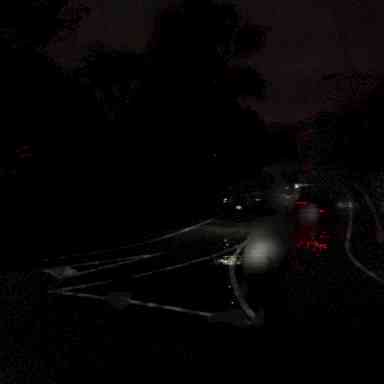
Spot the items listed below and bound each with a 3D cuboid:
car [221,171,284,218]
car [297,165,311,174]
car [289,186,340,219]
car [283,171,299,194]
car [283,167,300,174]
[{"bbox_3d":[3.494,0.134,19.112,2.150,2.045,5.566,0,6,25],"label":"car"},{"bbox_3d":[18.424,-3.772,55.585,1.882,1.535,5.008,0,6,7],"label":"car"},{"bbox_3d":[6.609,0.431,17.584,1.837,1.490,4.892,0,6,26],"label":"car"},{"bbox_3d":[7.792,-0.694,28.821,2.033,1.411,5.357,0,6,22],"label":"car"},{"bbox_3d":[11.224,-1.863,38.683,1.837,1.490,4.892,0,6,16],"label":"car"}]
